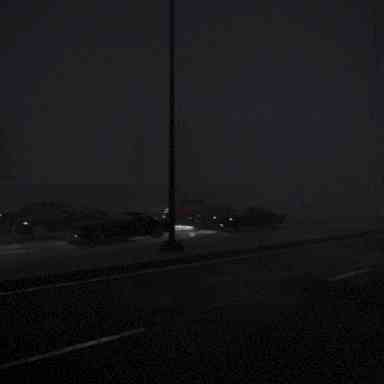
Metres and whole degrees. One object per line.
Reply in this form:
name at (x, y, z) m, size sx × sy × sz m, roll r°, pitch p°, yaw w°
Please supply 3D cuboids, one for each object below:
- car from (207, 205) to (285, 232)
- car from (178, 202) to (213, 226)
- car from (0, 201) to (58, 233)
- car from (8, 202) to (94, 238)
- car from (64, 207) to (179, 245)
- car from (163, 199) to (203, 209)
car at (3.510, 1.612, 20.496) m, size 4.718 × 1.301 × 1.895 m, roll 0°, pitch 0°, yaw -35°
car at (1.502, 1.575, 23.363) m, size 4.181 × 1.385 × 1.994 m, roll 0°, pitch 0°, yaw -35°
car at (-9.523, 1.355, 19.915) m, size 4.553 × 1.767 × 2.097 m, roll 0°, pitch 0°, yaw -35°
car at (-6.686, 1.495, 17.638) m, size 4.902 × 1.511 × 2.128 m, roll 0°, pitch 0°, yaw -35°
car at (-3.247, 1.606, 15.790) m, size 4.718 × 1.301 × 1.895 m, roll 0°, pitch 0°, yaw -35°
car at (-0.810, 1.362, 26.020) m, size 4.553 × 1.767 × 2.097 m, roll 0°, pitch 0°, yaw -35°
